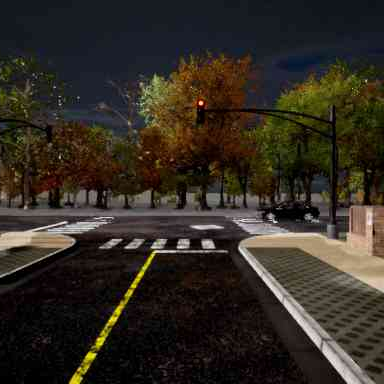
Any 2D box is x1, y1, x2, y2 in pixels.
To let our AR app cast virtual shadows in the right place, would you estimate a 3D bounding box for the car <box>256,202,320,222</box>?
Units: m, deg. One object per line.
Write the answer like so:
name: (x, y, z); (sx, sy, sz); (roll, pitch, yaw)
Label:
car: (7.514, 1.540, 26.340); (4.892, 1.490, 1.837); (0, 0, 0)
